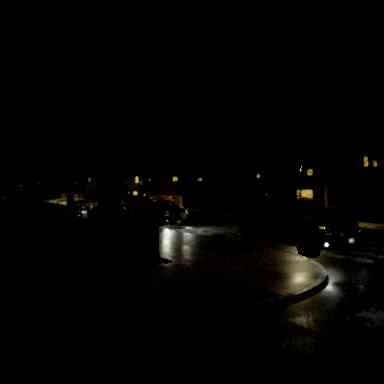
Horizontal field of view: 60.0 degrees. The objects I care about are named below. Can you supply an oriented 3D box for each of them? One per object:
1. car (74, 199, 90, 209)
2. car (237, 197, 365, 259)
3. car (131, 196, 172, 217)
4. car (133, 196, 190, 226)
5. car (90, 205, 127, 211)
[{"bbox_3d":[-14.438,1.603,42.431,1.895,1.301,4.718,-2,1,-33],"label":"car"},{"bbox_3d":[4.066,1.258,13.574,2.150,2.045,5.566,-2,1,-27],"label":"car"},{"bbox_3d":[-3.950,1.296,31.851,2.097,1.767,4.553,-2,1,-33],"label":"car"},{"bbox_3d":[-2.075,1.373,23.694,2.097,1.767,4.553,-2,1,-33],"label":"car"},{"bbox_3d":[-8.141,1.614,32.864,1.895,1.301,4.718,-2,1,-33],"label":"car"}]
